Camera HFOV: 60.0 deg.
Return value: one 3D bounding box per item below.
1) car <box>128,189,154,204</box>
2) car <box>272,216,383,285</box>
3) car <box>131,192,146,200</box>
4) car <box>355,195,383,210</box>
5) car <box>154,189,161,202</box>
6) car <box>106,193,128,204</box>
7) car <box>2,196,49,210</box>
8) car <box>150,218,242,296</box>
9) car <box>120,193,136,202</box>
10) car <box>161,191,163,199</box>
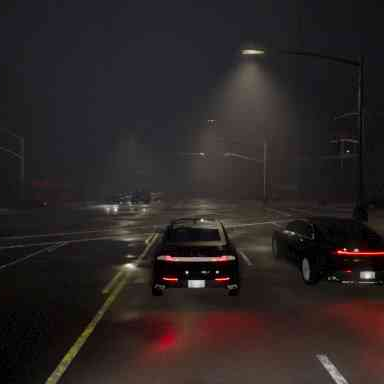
[{"bbox_3d":[-7.191,0.626,47.450,2.150,2.045,5.566,0,0,1],"label":"car"},{"bbox_3d":[3.578,1.415,9.209,1.837,1.490,4.892,0,1,0],"label":"car"},{"bbox_3d":[-10.715,0.815,66.453,2.128,1.511,4.902,0,0,0],"label":"car"},{"bbox_3d":[19.034,1.039,33.432,4.892,1.490,1.837,0,1,0],"label":"car"},{"bbox_3d":[-7.216,0.572,57.484,2.150,2.045,5.566,0,0,0],"label":"car"},{"bbox_3d":[-10.702,0.898,46.785,2.128,1.511,4.902,0,0,0],"label":"car"},{"bbox_3d":[-16.791,1.101,33.625,4.181,1.385,1.994,0,1,0],"label":"car"},{"bbox_3d":[0.074,1.409,8.413,2.128,1.511,4.902,0,1,0],"label":"car"},{"bbox_3d":[-10.722,0.881,56.050,1.812,1.442,4.674,0,0,0],"label":"car"},{"bbox_3d":[-7.206,0.541,67.920,2.150,2.045,5.566,0,0,0],"label":"car"}]
